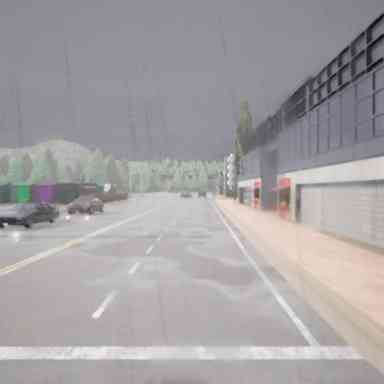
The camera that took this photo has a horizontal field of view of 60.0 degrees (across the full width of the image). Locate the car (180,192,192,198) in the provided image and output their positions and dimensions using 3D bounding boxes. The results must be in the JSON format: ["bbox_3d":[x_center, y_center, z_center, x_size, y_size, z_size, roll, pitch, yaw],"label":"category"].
[{"bbox_3d":[-1.636,0.837,88.874,1.812,1.442,4.674,0,0,23],"label":"car"}]

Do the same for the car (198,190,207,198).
[{"bbox_3d":[2.745,0.520,89.114,2.150,2.045,5.566,0,0,2],"label":"car"}]

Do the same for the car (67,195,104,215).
[{"bbox_3d":[-9.814,1.116,30.917,2.097,1.767,4.553,0,0,2],"label":"car"}]

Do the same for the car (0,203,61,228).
[{"bbox_3d":[-10.159,1.386,20.940,2.033,1.411,5.357,0,0,2],"label":"car"}]
